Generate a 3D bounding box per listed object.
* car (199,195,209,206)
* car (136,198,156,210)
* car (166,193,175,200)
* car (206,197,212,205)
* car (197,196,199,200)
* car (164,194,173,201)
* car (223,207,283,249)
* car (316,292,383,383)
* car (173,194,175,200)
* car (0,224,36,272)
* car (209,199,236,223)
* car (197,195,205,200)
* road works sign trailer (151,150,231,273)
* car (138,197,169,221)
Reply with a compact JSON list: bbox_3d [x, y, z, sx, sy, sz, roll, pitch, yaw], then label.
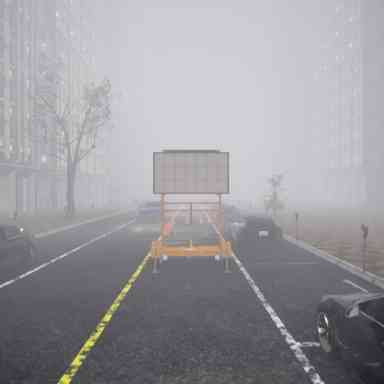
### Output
[{"bbox_3d":[2.549,1.525,53.881,1.887,1.381,4.507,-1,0,0],"label":"car"},{"bbox_3d":[-5.804,1.536,42.564,2.008,1.369,4.403,-1,0,0],"label":"car"},{"bbox_3d":[-5.932,1.266,93.336,2.192,1.841,5.009,-1,0,0],"label":"car"},{"bbox_3d":[2.604,1.516,31.480,1.752,1.417,4.829,-1,0,0],"label":"car"},{"bbox_3d":[2.494,1.516,76.452,2.008,1.369,4.403,-1,0,0],"label":"car"},{"bbox_3d":[-5.887,1.491,76.243,1.752,1.417,4.829,-1,0,0],"label":"car"},{"bbox_3d":[2.647,1.562,14.382,1.947,1.339,4.313,-1,0,0],"label":"car"},{"bbox_3d":[2.675,1.565,3.096,1.947,1.339,4.313,-1,0,0],"label":"car"},{"bbox_3d":[-5.901,1.543,82.054,1.802,1.307,4.206,-1,0,0],"label":"car"},{"bbox_3d":[-5.721,1.564,8.716,1.947,1.339,4.313,-1,0,0],"label":"car"},{"bbox_3d":[2.618,1.538,25.667,1.887,1.381,4.507,-1,0,0],"label":"car"},{"bbox_3d":[2.452,1.502,93.380,2.008,1.369,4.403,-1,0,0],"label":"car"},{"bbox_3d":[-0.025,0.462,10.639,2.380,3.560,2.880,0,0,0],"label":"road works sign trailer"},{"bbox_3d":[-3.166,1.470,26.983,1.882,1.535,5.008,0,0,0],"label":"car"}]
